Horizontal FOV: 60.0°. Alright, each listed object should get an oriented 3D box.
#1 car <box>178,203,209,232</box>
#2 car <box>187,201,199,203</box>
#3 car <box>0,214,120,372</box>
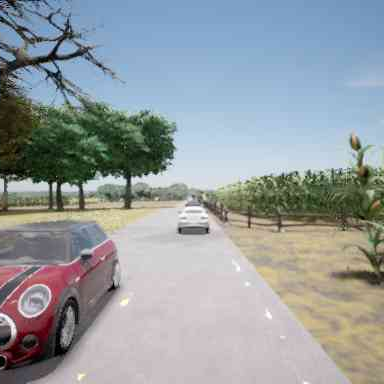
[{"bbox_3d":[0.095,1.643,20.969,1.812,1.442,4.674,0,0,0],"label":"car"},{"bbox_3d":[0.092,1.787,38.988,1.837,1.490,4.892,0,-1,0],"label":"car"},{"bbox_3d":[-2.749,1.363,6.031,2.097,1.767,4.553,0,0,0],"label":"car"}]
